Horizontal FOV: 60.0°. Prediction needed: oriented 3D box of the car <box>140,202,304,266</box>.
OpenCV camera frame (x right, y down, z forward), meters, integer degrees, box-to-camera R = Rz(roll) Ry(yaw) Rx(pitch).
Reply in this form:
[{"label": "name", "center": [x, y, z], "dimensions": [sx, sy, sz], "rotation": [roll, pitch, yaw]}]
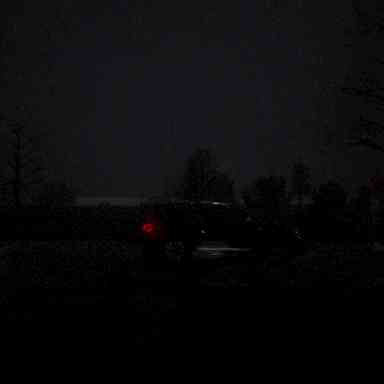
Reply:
[{"label": "car", "center": [0.993, 1.375, 11.749], "dimensions": [5.566, 2.045, 2.150], "rotation": [0, -1, 0]}]
